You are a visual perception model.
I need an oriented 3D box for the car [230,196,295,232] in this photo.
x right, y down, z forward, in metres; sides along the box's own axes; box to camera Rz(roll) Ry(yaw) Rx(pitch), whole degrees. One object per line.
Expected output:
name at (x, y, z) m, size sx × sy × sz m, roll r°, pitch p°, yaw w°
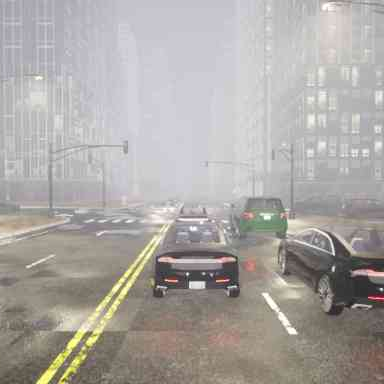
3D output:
car at (3.304, 1.212, 17.335) m, size 2.150 × 2.045 × 5.566 m, roll 0°, pitch 0°, yaw 0°

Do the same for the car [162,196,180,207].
car at (-3.478, 1.453, 51.380) m, size 2.128 × 1.511 × 4.902 m, roll 0°, pitch 0°, yaw 0°

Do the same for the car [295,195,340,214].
car at (13.359, 1.305, 35.928) m, size 5.566 × 2.045 × 2.150 m, roll 0°, pitch 1°, yaw 1°

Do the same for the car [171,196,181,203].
car at (-3.438, 1.490, 70.617) m, size 1.994 × 1.385 × 4.181 m, roll 0°, pitch 0°, yaw 0°

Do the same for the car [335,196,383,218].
car at (16.121, 1.518, 30.106) m, size 5.009 × 1.841 × 2.192 m, roll 1°, pitch 0°, yaw 1°

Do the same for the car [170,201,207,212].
car at (0.052, 1.482, 17.687) m, size 2.128 × 1.511 × 4.902 m, roll 0°, pitch 0°, yaw 0°

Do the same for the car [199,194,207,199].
car at (3.008, 1.291, 91.278) m, size 1.994 × 1.385 × 4.181 m, roll 0°, pitch 0°, yaw 0°

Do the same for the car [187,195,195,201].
car at (-0.214, 1.455, 80.853) m, size 2.033 × 1.411 × 5.357 m, roll 0°, pitch 0°, yaw 0°

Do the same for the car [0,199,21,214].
car at (-19.481, 1.406, 33.185) m, size 4.181 × 1.385 × 1.994 m, roll 1°, pitch 1°, yaw 1°

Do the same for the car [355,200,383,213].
car at (21.708, 1.641, 38.407) m, size 4.829 × 1.417 × 1.752 m, roll 1°, pitch 0°, yaw 1°

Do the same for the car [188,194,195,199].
car at (-0.242, 1.333, 91.300) m, size 1.895 × 1.301 × 4.718 m, roll 0°, pitch 0°, yaw 0°

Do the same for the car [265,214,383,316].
car at (3.327, 1.488, 7.493) m, size 2.128 × 1.511 × 4.902 m, roll 0°, pitch 0°, yaw 0°

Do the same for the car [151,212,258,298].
car at (0.078, 1.487, 8.502) m, size 2.128 × 1.511 × 4.902 m, roll 0°, pitch 0°, yaw 0°

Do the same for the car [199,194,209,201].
car at (3.035, 1.510, 81.306) m, size 1.895 × 1.301 × 4.718 m, roll 0°, pitch 0°, yaw 0°
